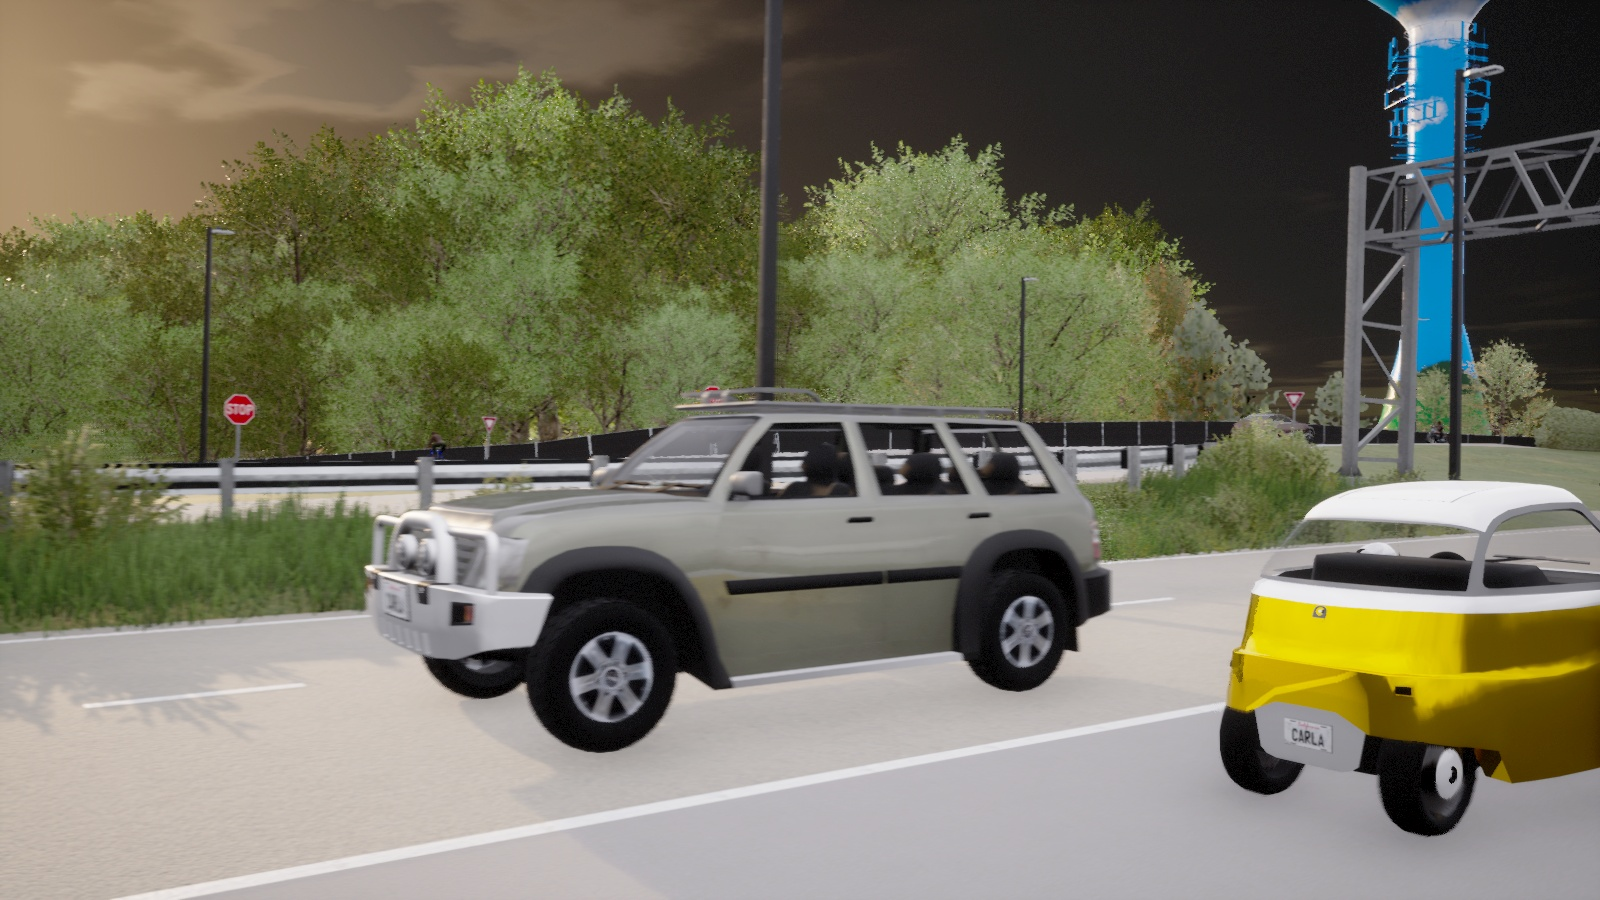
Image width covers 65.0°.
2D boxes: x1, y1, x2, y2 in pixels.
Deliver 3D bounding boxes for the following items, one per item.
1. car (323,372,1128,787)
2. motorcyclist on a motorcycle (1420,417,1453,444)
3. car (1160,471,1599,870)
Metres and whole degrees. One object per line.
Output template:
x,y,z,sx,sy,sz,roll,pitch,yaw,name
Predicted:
-0.290,0.578,7.721,4.605,1.855,1.932,0,0,-35,car
40.713,-1.244,80.306,2.350,1.649,0.766,3,-2,-33,motorcyclist on a motorcycle
2.969,0.808,5.725,2.207,1.376,1.481,0,0,-35,car
